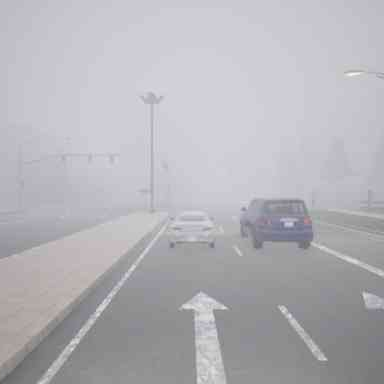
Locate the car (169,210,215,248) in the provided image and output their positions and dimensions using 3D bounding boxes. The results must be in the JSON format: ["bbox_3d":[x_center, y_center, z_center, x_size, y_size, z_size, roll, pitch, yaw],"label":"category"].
[{"bbox_3d":[0.000,1.531,14.650,1.812,1.442,4.674,0,0,0],"label":"car"}]

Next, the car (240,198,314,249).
[{"bbox_3d":[3.500,1.256,14.680,2.150,2.045,5.566,0,0,0],"label":"car"}]
